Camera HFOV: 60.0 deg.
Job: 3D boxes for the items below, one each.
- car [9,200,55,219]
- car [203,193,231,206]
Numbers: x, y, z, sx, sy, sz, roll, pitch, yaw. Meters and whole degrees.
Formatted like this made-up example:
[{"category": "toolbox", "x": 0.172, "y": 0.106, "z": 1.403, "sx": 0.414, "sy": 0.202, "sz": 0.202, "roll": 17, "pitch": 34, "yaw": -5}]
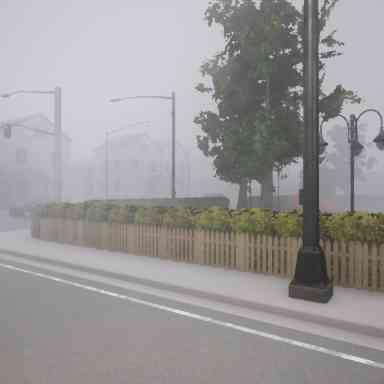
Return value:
[{"category": "car", "x": -13.682, "y": 1.477, "z": 29.811, "sx": 1.882, "sy": 1.535, "sz": 5.008, "roll": 0, "pitch": 0, "yaw": 35}, {"category": "car", "x": 3.525, "y": 1.221, "z": 48.179, "sx": 2.150, "sy": 2.045, "sz": 5.566, "roll": 0, "pitch": 0, "yaw": 35}]
